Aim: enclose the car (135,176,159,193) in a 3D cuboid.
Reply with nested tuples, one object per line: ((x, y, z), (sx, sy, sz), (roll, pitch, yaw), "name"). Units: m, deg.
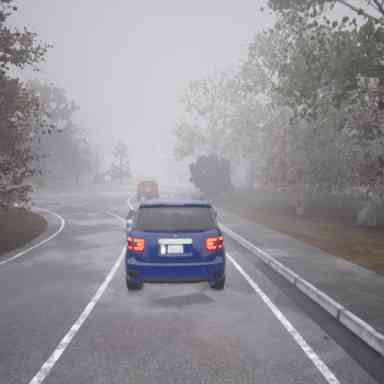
((-4.656, -0.313, 35.247), (2.150, 2.045, 5.566), (-1, 5, -7), "car")

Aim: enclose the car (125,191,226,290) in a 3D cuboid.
((-0.430, 1.135, 9.053), (2.150, 2.045, 5.566), (0, 1, -2), "car")

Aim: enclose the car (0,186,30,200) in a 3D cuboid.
((-18.437, 0.143, 33.243), (4.674, 1.442, 1.812), (2, 5, 23), "car")

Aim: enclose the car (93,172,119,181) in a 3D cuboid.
((-19.232, -3.528, 74.469), (5.566, 2.045, 2.150), (0, 5, 1), "car")

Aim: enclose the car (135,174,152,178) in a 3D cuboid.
((-10.673, -3.386, 75.226), (5.008, 1.535, 1.882), (2, 5, 28), "car")
